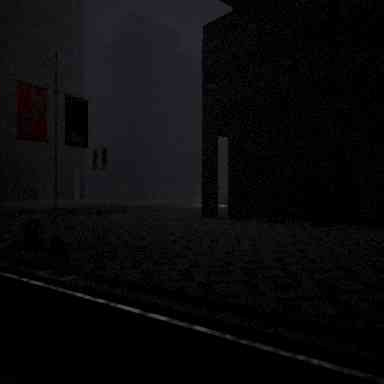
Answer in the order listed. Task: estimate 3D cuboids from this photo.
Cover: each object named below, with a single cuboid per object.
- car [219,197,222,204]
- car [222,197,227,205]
[{"bbox_3d":[5.817,1.555,60.109,4.181,1.385,1.994,0,0,-42],"label":"car"},{"bbox_3d":[7.991,1.480,57.691,5.008,1.535,1.882,0,0,-42],"label":"car"}]
